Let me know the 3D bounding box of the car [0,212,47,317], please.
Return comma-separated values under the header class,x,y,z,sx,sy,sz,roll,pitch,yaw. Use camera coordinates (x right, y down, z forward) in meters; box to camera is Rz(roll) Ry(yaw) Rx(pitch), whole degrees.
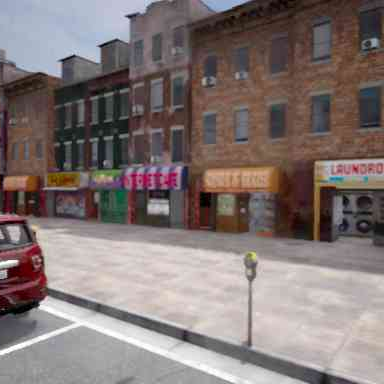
class,x,y,z,sx,sy,sz,roll,pitch,yaw
car,-4.732,1.267,6.178,5.009,1.841,2.192,0,0,35
